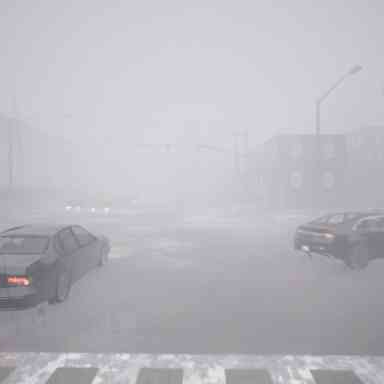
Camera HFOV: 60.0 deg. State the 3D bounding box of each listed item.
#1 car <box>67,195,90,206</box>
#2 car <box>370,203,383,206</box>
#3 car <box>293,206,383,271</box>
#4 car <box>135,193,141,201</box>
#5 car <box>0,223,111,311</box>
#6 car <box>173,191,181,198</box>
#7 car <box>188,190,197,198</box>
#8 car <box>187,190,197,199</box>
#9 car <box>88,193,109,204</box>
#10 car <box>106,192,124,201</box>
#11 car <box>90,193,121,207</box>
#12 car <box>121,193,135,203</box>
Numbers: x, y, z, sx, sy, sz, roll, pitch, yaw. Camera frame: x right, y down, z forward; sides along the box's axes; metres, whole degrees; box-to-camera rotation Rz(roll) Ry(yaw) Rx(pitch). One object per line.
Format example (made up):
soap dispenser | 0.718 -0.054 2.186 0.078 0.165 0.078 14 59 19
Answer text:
car | -14.081 1.066 41.665 1.994 1.385 4.181 0 1 0
car | 15.715 1.195 24.779 4.902 1.511 2.128 0 1 0
car | 5.497 1.367 10.301 4.902 1.511 2.128 0 0 -21
car | -10.493 0.845 60.234 1.994 1.385 4.181 0 1 0
car | -3.402 1.453 7.829 2.033 1.411 5.357 0 1 0
car | -3.491 0.576 79.476 1.812 1.442 4.674 0 1 0
car | 0.009 0.407 79.459 2.097 1.767 4.553 0 1 0
car | 0.008 0.675 69.218 1.837 1.490 4.892 0 1 0
car | -14.029 0.924 50.362 1.812 1.442 4.674 0 1 1
car | -13.993 0.820 60.899 2.033 1.411 5.357 0 1 0
car | -10.597 0.988 40.953 1.882 1.535 5.008 0 1 0
car | -10.533 0.874 50.527 1.882 1.535 5.008 0 1 1
